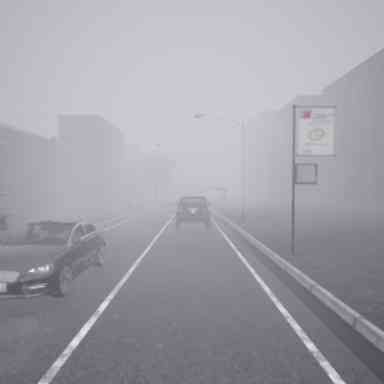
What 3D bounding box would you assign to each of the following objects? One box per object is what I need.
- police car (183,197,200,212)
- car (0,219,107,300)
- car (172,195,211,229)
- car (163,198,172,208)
[{"bbox_3d":[-0.043,1.486,41.323,1.930,1.638,5.238,0,0,0],"label":"police car"},{"bbox_3d":[-3.571,1.490,8.560,2.128,1.511,4.902,0,0,0],"label":"car"},{"bbox_3d":[0.051,1.234,22.075,2.150,2.045,5.566,0,0,0],"label":"car"},{"bbox_3d":[-3.466,1.628,51.603,1.812,1.442,4.674,0,0,0],"label":"car"}]
